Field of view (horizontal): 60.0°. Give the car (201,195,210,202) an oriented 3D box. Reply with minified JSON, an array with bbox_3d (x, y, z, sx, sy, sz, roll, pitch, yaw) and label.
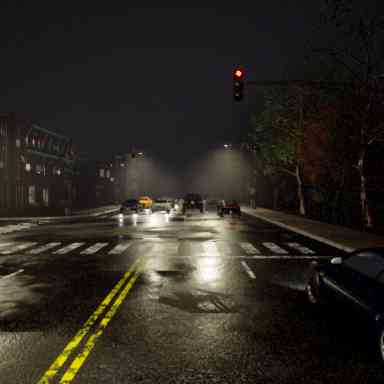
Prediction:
[{"bbox_3d":[3.210,1.447,78.920,1.882,1.535,5.008,0,0,0],"label":"car"}]

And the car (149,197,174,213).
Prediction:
[{"bbox_3d":[-3.358,1.515,36.985,1.812,1.442,4.674,0,0,0],"label":"car"}]

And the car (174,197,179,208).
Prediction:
[{"bbox_3d":[-3.361,1.477,46.253,2.128,1.511,4.902,0,0,0],"label":"car"}]

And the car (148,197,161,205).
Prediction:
[{"bbox_3d":[-6.596,1.543,58.870,1.994,1.385,4.181,0,0,0],"label":"car"}]

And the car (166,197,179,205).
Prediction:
[{"bbox_3d":[-3.338,1.581,58.149,1.895,1.301,4.718,0,0,0],"label":"car"}]

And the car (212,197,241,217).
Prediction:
[{"bbox_3d":[3.335,1.483,30.720,2.128,1.511,4.902,0,0,0],"label":"car"}]

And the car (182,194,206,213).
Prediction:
[{"bbox_3d":[0.082,1.210,37.550,2.150,2.045,5.566,0,0,0],"label":"car"}]

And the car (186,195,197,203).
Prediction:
[{"bbox_3d":[-0.036,1.467,68.042,2.128,1.511,4.902,0,0,0],"label":"car"}]

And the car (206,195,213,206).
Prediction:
[{"bbox_3d":[3.323,1.529,54.825,2.033,1.411,5.357,0,0,0],"label":"car"}]

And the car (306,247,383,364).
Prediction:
[{"bbox_3d":[3.335,1.562,5.302,1.994,1.385,4.181,0,0,1],"label":"car"}]

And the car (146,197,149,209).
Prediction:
[{"bbox_3d":[-6.610,1.463,45.916,1.882,1.535,5.008,0,0,0],"label":"car"}]

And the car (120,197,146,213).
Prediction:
[{"bbox_3d":[-6.637,1.515,36.831,1.812,1.442,4.674,0,0,1],"label":"car"}]
